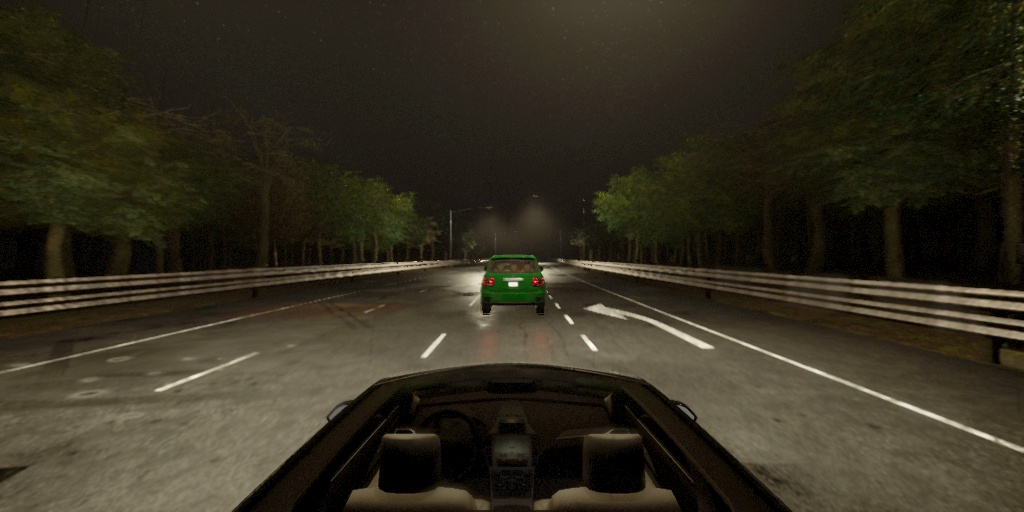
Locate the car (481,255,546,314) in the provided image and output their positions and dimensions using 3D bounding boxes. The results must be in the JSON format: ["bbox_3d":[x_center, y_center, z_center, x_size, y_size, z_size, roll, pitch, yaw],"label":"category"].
[{"bbox_3d":[0.069,0.983,13.850,2.150,2.045,5.566,0,0,1],"label":"car"}]
